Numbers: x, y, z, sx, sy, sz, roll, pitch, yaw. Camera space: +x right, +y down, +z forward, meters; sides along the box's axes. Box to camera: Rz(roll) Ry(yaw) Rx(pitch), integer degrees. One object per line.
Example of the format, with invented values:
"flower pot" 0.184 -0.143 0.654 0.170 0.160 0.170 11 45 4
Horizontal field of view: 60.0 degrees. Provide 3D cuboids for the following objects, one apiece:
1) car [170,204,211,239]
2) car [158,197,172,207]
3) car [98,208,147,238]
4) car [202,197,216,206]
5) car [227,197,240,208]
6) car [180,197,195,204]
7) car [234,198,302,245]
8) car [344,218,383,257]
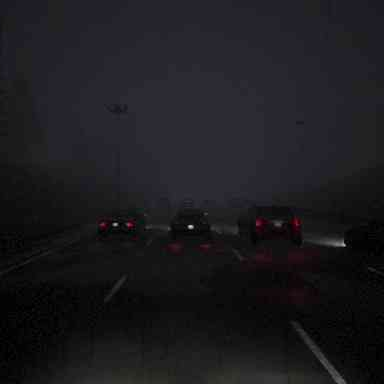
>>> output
"car" -0.091 1.566 17.258 1.994 1.385 4.181 0 0 -1
"car" -4.197 1.518 51.095 1.837 1.490 4.892 0 0 -1
"car" -3.588 1.556 17.869 2.033 1.411 5.357 0 0 -1
"car" 2.749 1.562 54.202 1.994 1.385 4.181 0 0 -1
"car" 6.343 1.496 48.828 1.837 1.490 4.892 0 0 -1
"car" -0.616 1.496 46.656 2.128 1.511 4.902 0 0 -1
"car" 3.453 1.346 15.595 2.097 1.767 4.553 0 0 -1
"car" 7.016 1.551 11.443 1.994 1.385 4.181 0 0 -1
